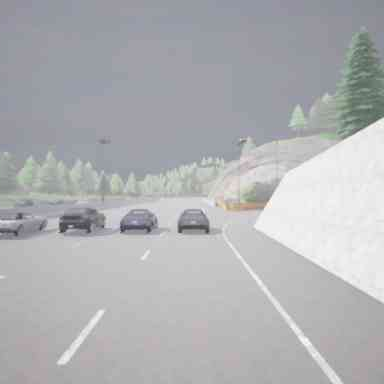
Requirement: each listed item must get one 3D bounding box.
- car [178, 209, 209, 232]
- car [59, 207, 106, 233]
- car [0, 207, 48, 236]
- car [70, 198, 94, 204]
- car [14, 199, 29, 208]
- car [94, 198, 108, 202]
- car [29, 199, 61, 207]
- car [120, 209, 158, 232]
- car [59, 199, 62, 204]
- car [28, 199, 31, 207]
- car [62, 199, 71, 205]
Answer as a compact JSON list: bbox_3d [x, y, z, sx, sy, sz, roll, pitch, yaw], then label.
[{"bbox_3d":[0.097,1.806,21.891,1.994,1.385,4.181,0,-1,0],"label":"car"},{"bbox_3d":[-6.903,1.741,21.336,1.837,1.490,4.892,0,-1,0],"label":"car"},{"bbox_3d":[-10.403,1.820,19.767,1.895,1.301,4.718,0,-1,0],"label":"car"},{"bbox_3d":[-21.015,2.181,63.770,1.882,1.535,5.008,0,-1,0],"label":"car"},{"bbox_3d":[-31.507,2.046,62.577,2.097,1.767,4.553,0,-1,0],"label":"car"},{"bbox_3d":[-21.009,2.396,79.048,1.812,1.442,4.674,0,-1,0],"label":"car"},{"bbox_3d":[-21.081,2.093,47.824,1.994,1.385,4.181,0,-1,0],"label":"car"},{"bbox_3d":[-3.404,1.805,21.830,1.994,1.385,4.181,0,-1,0],"label":"car"},{"bbox_3d":[-31.509,2.390,78.369,2.128,1.511,4.902,0,-1,0],"label":"car"},{"bbox_3d":[-28.009,2.212,62.504,2.128,1.511,4.902,0,-1,0],"label":"car"},{"bbox_3d":[-28.009,2.404,78.324,2.033,1.411,5.357,0,-1,0],"label":"car"}]
